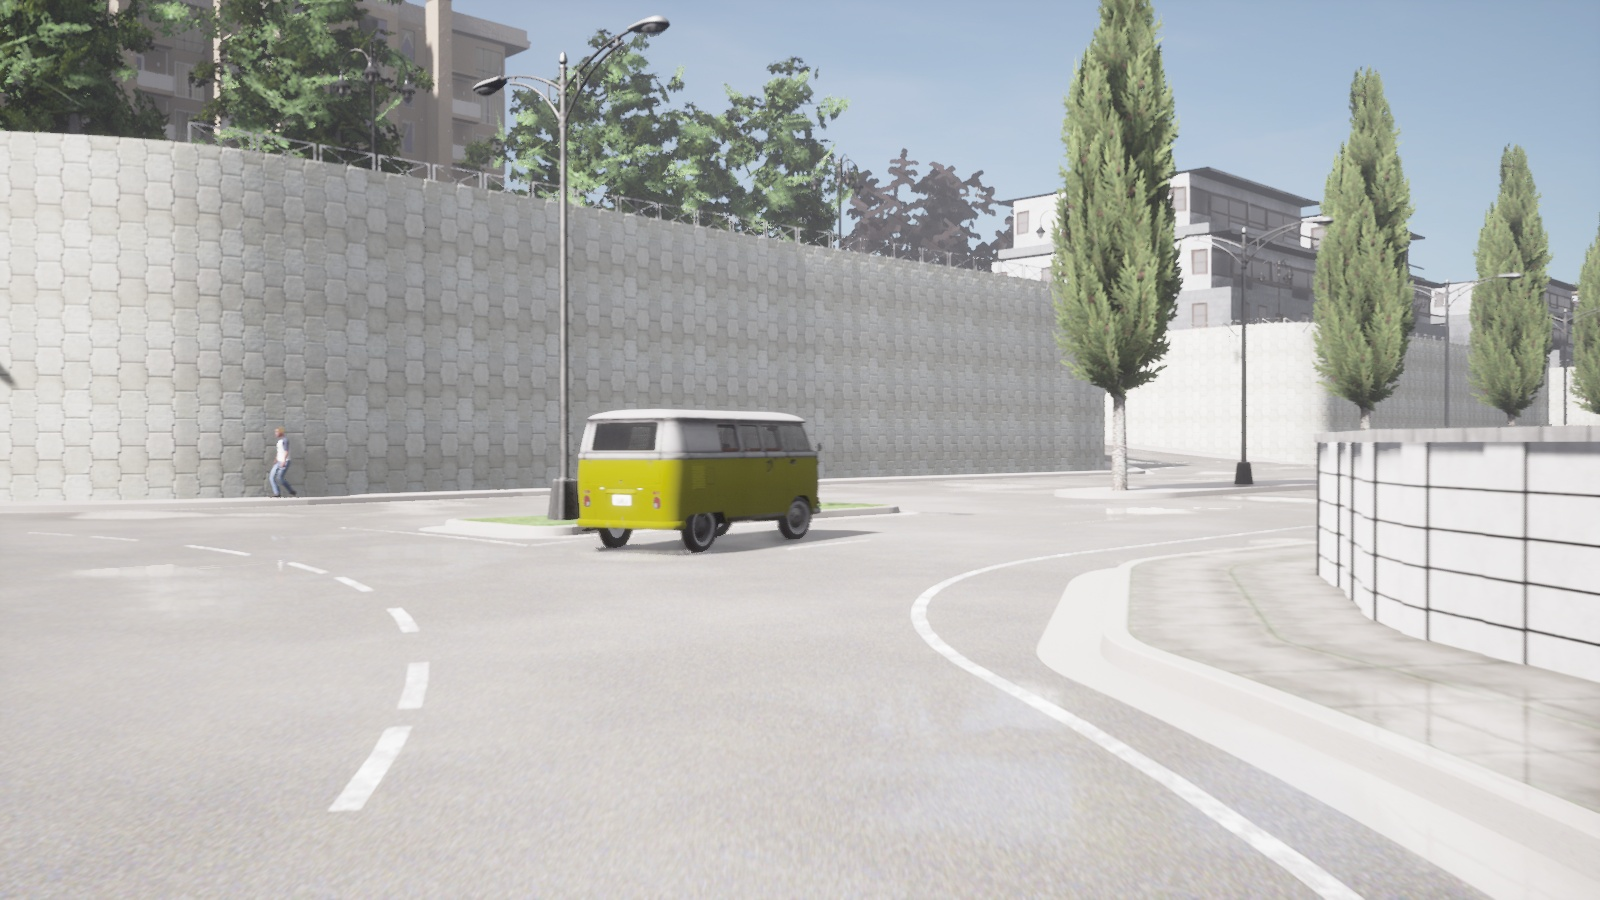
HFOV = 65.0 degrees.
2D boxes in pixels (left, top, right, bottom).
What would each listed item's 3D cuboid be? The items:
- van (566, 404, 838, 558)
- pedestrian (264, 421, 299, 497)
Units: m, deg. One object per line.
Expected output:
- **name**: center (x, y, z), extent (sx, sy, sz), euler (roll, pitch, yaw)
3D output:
- **van**: center (-1.298, 0.394, 18.605), extent (1.775, 1.987, 4.442), euler (0, 0, 31)
- **pedestrian**: center (-12.709, 0.225, 30.774), extent (0.706, 1.836, 0.354), euler (0, 0, -42)
